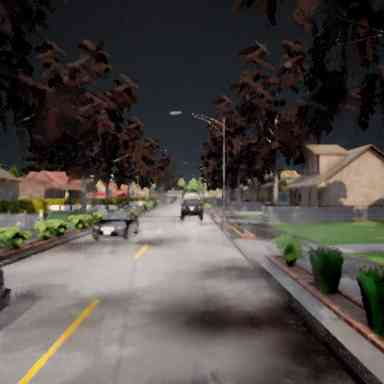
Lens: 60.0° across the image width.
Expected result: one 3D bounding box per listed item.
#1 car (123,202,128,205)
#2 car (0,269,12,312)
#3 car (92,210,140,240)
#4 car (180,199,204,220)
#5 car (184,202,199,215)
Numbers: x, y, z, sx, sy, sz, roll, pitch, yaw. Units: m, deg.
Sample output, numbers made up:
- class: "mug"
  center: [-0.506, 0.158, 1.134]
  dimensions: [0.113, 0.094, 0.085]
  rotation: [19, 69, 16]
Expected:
- class: "car"
  center: [-16.811, 2.376, 73.021]
  dimensions: [5.357, 1.415, 2.033]
  rotation: [0, -1, 0]
- class: "car"
  center: [-4.103, 1.602, 3.518]
  dimensions: [2.033, 1.411, 5.357]
  rotation: [0, -1, 0]
- class: "car"
  center: [-4.131, 1.762, 18.653]
  dimensions: [2.128, 1.511, 4.902]
  rotation: [0, -1, 0]
- class: "car"
  center: [0.001, 1.697, 33.229]
  dimensions: [2.150, 2.045, 5.566]
  rotation: [0, -1, 0]
- class: "car"
  center: [-0.045, 2.156, 44.127]
  dimensions: [1.812, 1.442, 4.674]
  rotation: [0, -1, 0]
